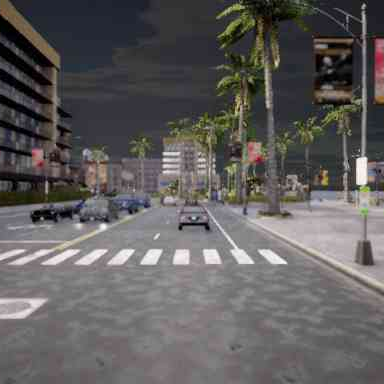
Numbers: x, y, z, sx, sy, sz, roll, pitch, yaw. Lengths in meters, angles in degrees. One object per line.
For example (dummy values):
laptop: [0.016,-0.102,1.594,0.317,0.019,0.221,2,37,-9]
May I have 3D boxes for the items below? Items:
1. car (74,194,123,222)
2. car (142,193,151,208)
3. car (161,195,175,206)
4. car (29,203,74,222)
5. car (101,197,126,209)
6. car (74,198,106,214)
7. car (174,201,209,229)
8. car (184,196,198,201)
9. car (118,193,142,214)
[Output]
car: [-6.993,1.293,25.497,2.097,1.767,4.553,0,0,0]
car: [-6.994,1.116,45.585,2.150,2.045,5.566,0,0,0]
car: [-3.640,1.404,52.839,1.812,1.442,4.674,0,0,-4]
car: [-10.493,1.542,25.483,1.895,1.301,4.718,0,0,0]
car: [-10.489,1.444,44.924,2.033,1.411,5.357,0,0,0]
car: [-10.491,1.398,34.626,1.882,1.535,5.008,0,0,0]
car: [0.107,1.499,20.927,2.033,1.411,5.357,0,0,0]
car: [-0.138,1.370,52.771,2.128,1.511,4.902,0,0,-4]
car: [-6.991,1.141,34.836,2.150,2.045,5.566,0,0,0]
